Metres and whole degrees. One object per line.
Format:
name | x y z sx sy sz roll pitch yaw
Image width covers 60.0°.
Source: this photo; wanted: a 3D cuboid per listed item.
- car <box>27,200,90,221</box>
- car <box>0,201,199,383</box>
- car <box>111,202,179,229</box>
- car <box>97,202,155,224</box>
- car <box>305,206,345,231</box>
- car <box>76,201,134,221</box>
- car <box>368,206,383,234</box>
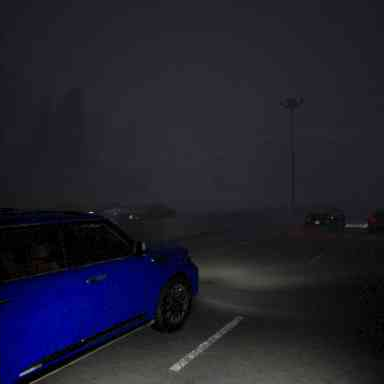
car | -11.532 1.550 29.145 1.882 1.535 5.008 0 0 32
car | -2.064 1.226 4.393 2.150 2.045 5.566 0 0 32
car | -3.069 1.534 22.879 1.882 1.535 5.008 0 0 32
car | -5.066 1.597 26.276 1.812 1.442 4.674 0 0 32
car | 8.480 1.603 21.143 1.812 1.442 4.674 0 -1 32
car | -7.464 1.587 29.036 1.837 1.490 4.892 0 0 32
car | 11.273 1.635 19.008 1.994 1.385 4.181 0 -1 32
